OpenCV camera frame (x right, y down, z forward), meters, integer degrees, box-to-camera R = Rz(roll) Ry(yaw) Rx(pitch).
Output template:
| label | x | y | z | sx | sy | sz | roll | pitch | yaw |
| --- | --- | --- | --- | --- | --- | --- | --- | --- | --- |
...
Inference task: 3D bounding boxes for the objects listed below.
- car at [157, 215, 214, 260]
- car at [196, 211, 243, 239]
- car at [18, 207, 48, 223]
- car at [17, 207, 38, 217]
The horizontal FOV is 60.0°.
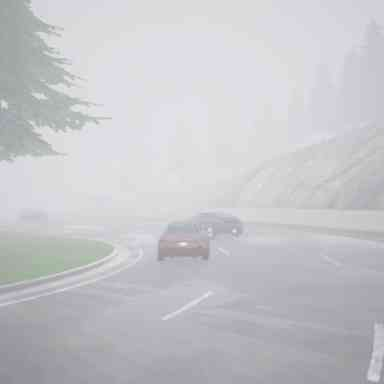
| label | x | y | z | sx | sy | sz | roll | pitch | yaw |
| --- | --- | --- | --- | --- | --- | --- | --- | --- | --- |
| car | -0.376 | 1.871 | 13.850 | 1.994 | 1.385 | 4.181 | -1 | -1 | -2 |
| car | 1.094 | 1.920 | 20.109 | 1.837 | 1.490 | 4.892 | 2 | -2 | -30 |
| car | -17.700 | 2.608 | 37.259 | 1.812 | 1.442 | 4.674 | 0 | -2 | -43 |
| car | -26.215 | 3.099 | 52.974 | 2.033 | 1.411 | 5.357 | 0 | -2 | -38 |
